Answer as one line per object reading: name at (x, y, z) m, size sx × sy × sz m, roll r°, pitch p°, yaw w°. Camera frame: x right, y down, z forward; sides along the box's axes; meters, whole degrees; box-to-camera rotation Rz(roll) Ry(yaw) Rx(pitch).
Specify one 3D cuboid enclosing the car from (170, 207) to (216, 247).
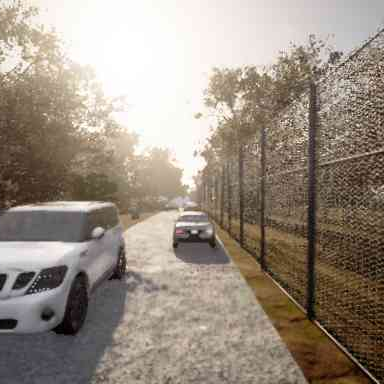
car at (0.081, 1.620, 15.440) m, size 2.033 × 1.411 × 5.357 m, roll 0°, pitch 0°, yaw 0°

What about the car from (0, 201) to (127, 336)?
car at (-2.865, 1.238, 7.069) m, size 2.150 × 2.045 × 5.566 m, roll 0°, pitch 0°, yaw 0°

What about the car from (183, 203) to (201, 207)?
car at (-0.004, 1.898, 36.909) m, size 1.812 × 1.442 × 4.674 m, roll 0°, pitch -1°, yaw 0°

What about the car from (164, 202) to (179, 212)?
car at (-3.009, 2.222, 49.538) m, size 1.994 × 1.385 × 4.181 m, roll 0°, pitch -2°, yaw 0°
